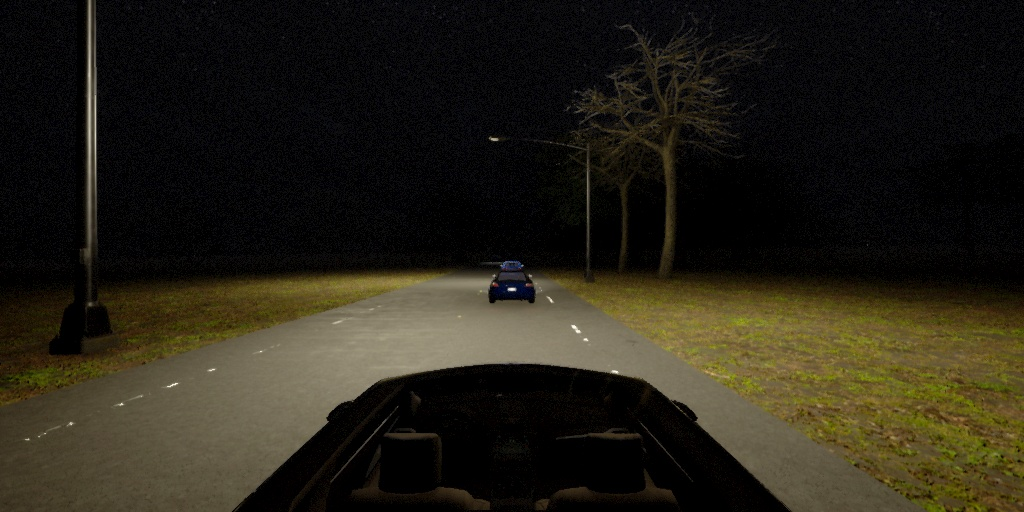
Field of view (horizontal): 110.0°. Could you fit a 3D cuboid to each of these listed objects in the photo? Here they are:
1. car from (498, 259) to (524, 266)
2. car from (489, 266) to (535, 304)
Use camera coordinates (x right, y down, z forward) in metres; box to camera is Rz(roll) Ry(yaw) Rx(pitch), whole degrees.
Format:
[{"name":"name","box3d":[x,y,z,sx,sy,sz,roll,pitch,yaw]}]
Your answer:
[{"name":"car","box3d":[0.000,1.200,31.499,1.882,1.535,5.008,0,0,0]},{"name":"car","box3d":[0.000,1.324,16.501,1.994,1.385,4.181,0,0,0]}]
